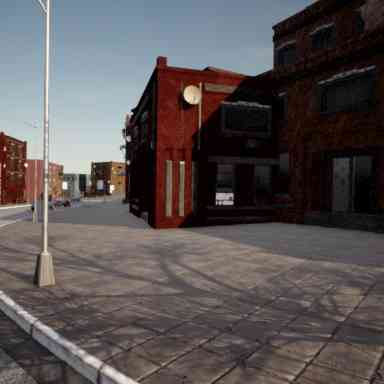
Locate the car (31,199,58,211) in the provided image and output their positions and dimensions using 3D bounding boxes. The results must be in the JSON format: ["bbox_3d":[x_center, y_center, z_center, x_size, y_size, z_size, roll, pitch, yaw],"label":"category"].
[{"bbox_3d":[-19.127,1.683,42.751,1.994,1.385,4.181,1,0,-9],"label":"car"}]

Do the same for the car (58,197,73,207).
[{"bbox_3d":[-20.976,1.693,53.691,1.812,1.442,4.674,1,0,-9],"label":"car"}]

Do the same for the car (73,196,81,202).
[{"bbox_3d":[-29.689,1.806,84.820,2.033,1.411,5.357,1,0,-9],"label":"car"}]
